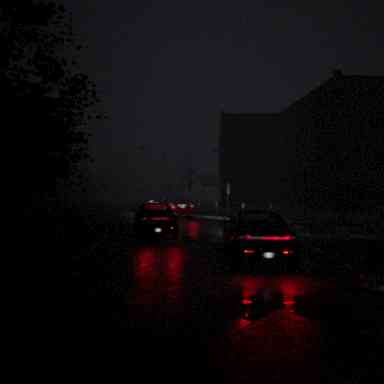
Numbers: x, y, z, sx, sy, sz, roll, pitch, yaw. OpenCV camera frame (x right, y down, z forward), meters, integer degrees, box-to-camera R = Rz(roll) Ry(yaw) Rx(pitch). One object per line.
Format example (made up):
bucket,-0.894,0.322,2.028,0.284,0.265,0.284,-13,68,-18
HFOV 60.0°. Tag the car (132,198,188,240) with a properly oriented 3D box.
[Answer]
car,-1.743,1.251,15.570,2.128,1.511,4.902,0,1,-10

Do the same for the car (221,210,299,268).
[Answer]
car,2.032,1.339,10.760,2.128,1.511,4.902,0,1,2

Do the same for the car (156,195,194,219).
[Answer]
car,-1.852,0.988,23.935,2.097,1.767,4.553,0,1,-36
